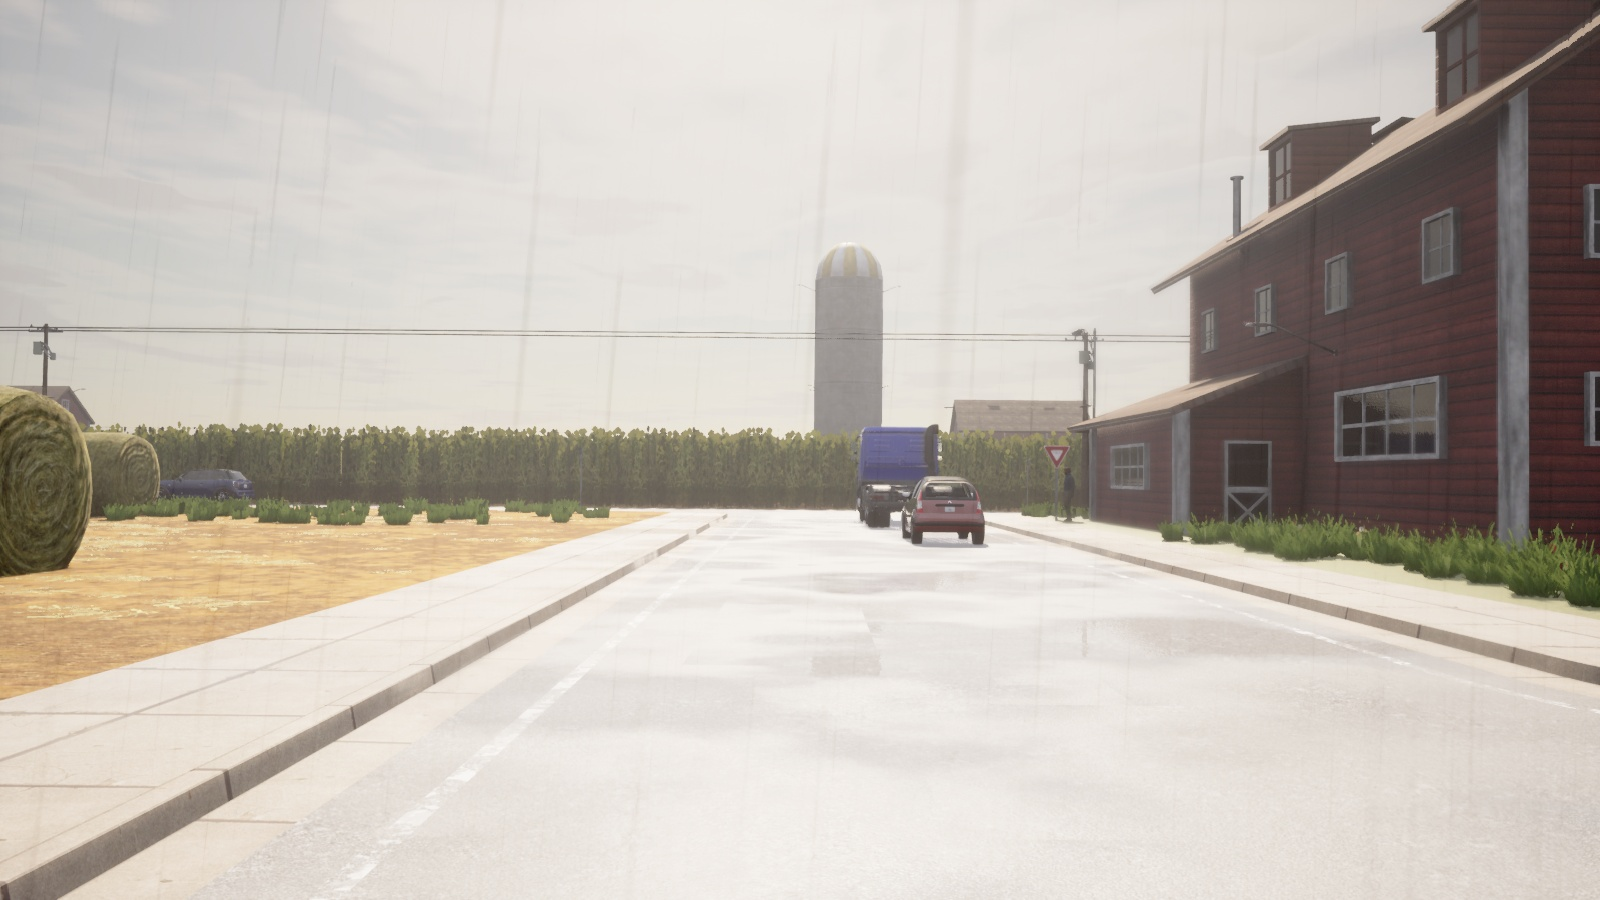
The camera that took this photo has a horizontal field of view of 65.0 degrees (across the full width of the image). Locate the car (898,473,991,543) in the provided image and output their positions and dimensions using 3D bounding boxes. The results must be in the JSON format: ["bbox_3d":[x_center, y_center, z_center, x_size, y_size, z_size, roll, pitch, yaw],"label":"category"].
[{"bbox_3d":[3.507,1.387,31.195,1.851,1.617,3.988,0,-1,0],"label":"car"}]

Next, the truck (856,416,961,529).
[{"bbox_3d":[3.507,0.747,42.512,2.891,3.462,7.936,0,-1,0],"label":"truck"}]

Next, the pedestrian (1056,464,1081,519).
[{"bbox_3d":[8.926,1.383,41.756,0.726,1.835,0.370,0,-1,-8],"label":"pedestrian"}]

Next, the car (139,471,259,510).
[{"bbox_3d":[-28.016,1.897,58.620,4.553,1.767,2.097,0,-1,1],"label":"car"}]
